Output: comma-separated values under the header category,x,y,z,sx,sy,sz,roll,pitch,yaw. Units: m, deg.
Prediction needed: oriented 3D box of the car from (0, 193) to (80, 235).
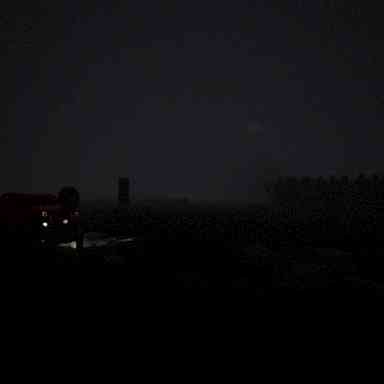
category,x,y,z,sx,sy,sz,roll,pitch,yaw
car,-8.424,1.071,17.978,5.566,2.045,2.150,1,0,36
